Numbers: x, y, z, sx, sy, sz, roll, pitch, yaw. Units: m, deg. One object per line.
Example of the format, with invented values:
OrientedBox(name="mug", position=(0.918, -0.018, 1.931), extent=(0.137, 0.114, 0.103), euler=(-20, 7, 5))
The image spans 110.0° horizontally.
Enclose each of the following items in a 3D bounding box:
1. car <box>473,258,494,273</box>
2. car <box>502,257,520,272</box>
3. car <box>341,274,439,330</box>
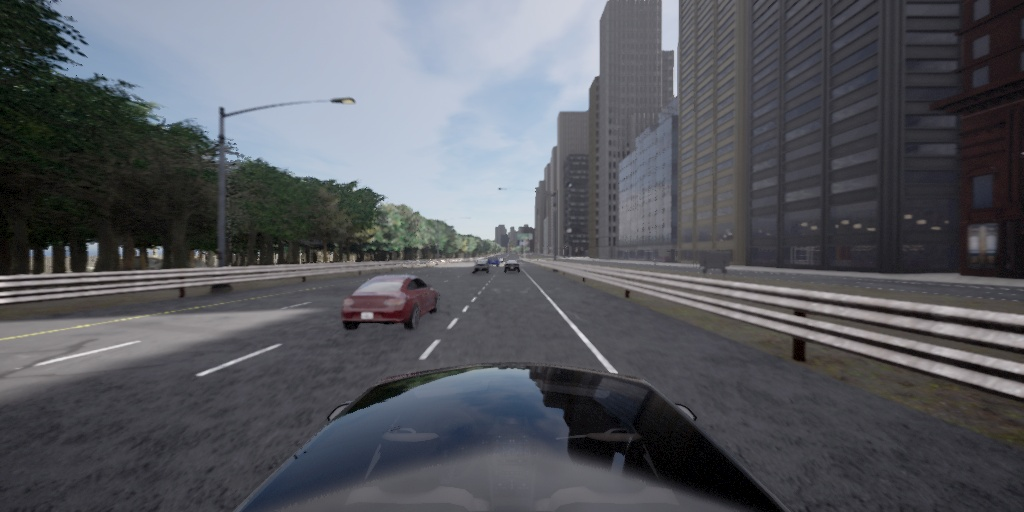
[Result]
OrientedBox(name="car", position=(-3.586, 1.308, 43.538), extent=(1.837, 1.490, 4.892), euler=(0, 0, 0))
OrientedBox(name="car", position=(0.000, 1.287, 47.255), extent=(1.882, 1.535, 5.008), euler=(0, 0, 0))
OrientedBox(name="car", position=(-3.505, 1.282, 10.983), extent=(1.812, 1.442, 4.674), euler=(0, 0, 0))
